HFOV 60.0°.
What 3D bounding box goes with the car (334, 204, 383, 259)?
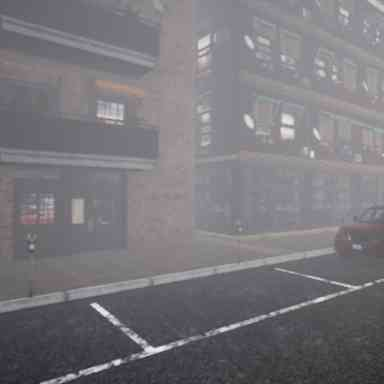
[{"bbox_3d":[7.091,1.368,11.609,5.009,1.841,2.192,0,0,-35],"label":"car"}]
